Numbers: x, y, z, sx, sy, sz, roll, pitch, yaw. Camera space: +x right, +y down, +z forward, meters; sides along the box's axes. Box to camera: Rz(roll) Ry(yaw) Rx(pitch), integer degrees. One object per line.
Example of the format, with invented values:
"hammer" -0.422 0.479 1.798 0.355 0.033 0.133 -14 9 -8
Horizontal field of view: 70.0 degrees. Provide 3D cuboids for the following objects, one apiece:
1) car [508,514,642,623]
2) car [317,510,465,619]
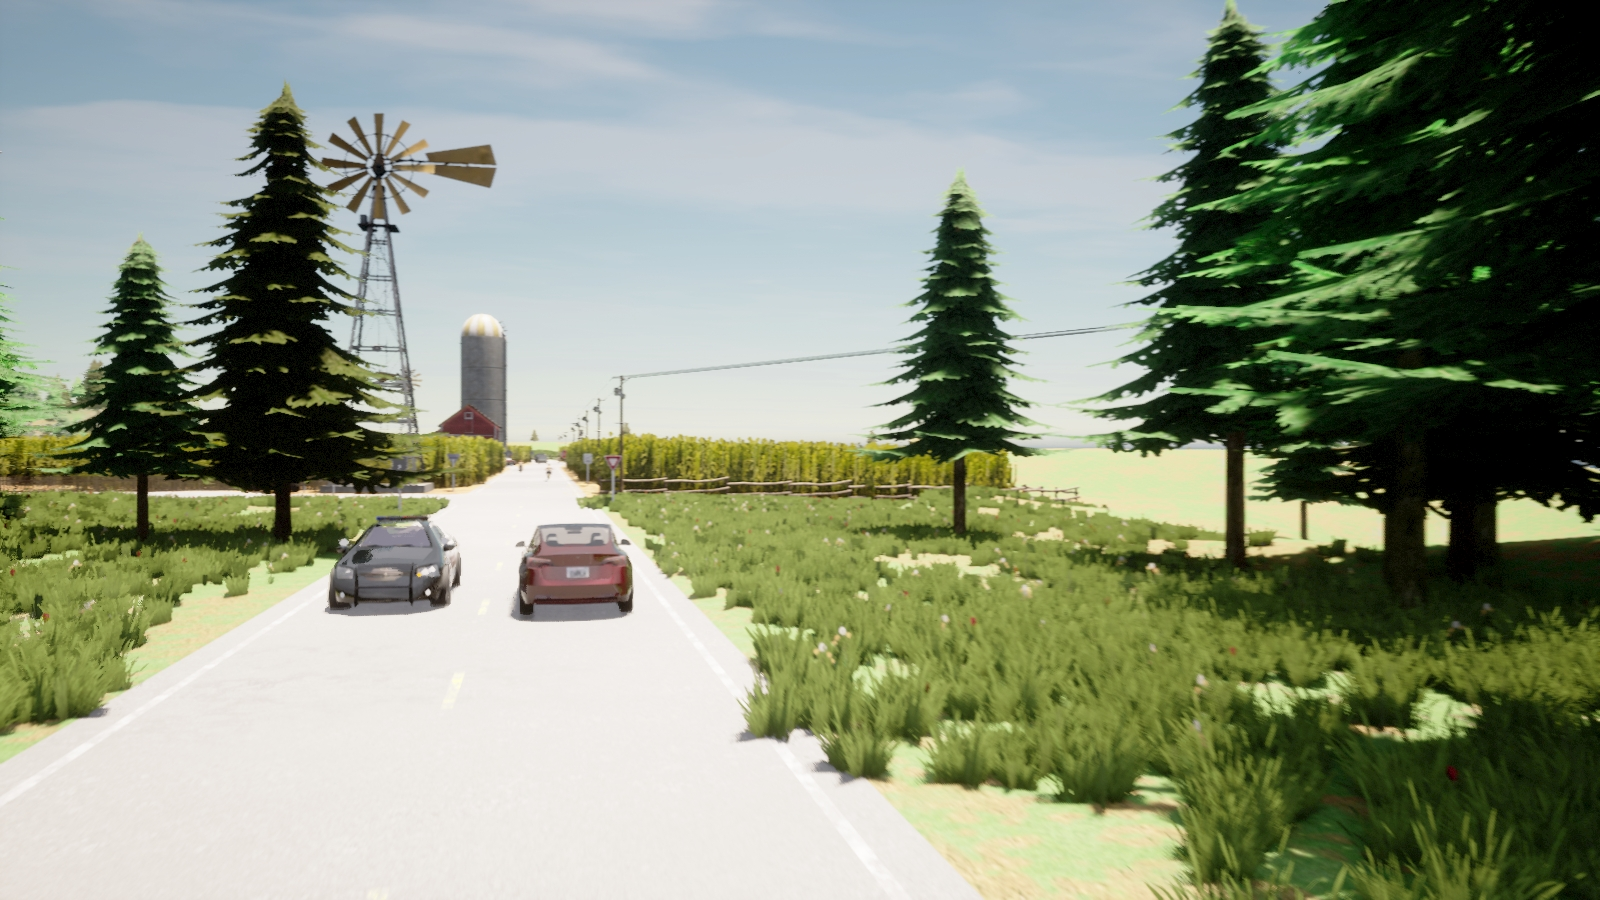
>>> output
"car" -4.198 2.064 21.106 2.163 1.488 4.792 0 0 -13
"car" -7.586 2.041 21.663 2.038 1.542 4.974 0 0 -13
